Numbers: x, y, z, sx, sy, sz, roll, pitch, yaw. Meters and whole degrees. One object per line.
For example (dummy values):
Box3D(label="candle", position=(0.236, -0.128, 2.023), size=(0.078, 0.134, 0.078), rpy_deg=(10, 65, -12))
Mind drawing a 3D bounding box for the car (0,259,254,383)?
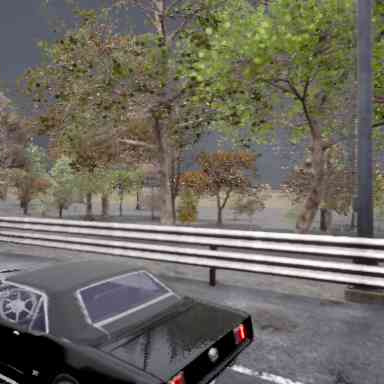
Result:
Box3D(label="car", position=(-1.729, 1.606, 4.407), size=(4.718, 1.301, 1.895), rpy_deg=(0, 0, 33))
